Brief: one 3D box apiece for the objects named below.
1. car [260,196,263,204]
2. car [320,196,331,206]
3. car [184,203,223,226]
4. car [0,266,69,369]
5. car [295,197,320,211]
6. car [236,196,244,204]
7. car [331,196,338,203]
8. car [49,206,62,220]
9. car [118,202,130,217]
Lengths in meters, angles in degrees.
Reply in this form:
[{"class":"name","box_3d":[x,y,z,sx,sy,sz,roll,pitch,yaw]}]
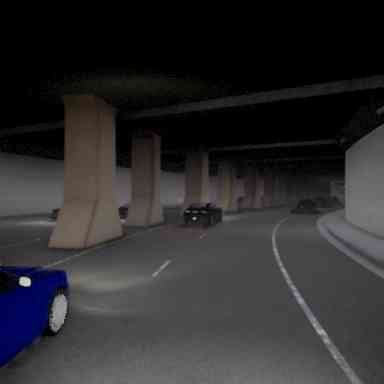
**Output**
[{"class":"car","box_3d":[13.771,1.562,63.910,1.837,1.490,4.892,0,0,31]},{"class":"car","box_3d":[22.581,1.612,58.442,1.837,1.490,4.892,0,0,30]},{"class":"car","box_3d":[0.899,1.492,23.632,2.128,1.511,4.902,0,0,18]},{"class":"car","box_3d":[-3.093,1.461,3.636,1.882,1.535,5.008,0,0,3]},{"class":"car","box_3d":[14.036,1.592,40.978,1.812,1.442,4.674,0,0,30]},{"class":"car","box_3d":[9.705,1.518,63.869,1.882,1.535,5.008,0,0,31]},{"class":"car","box_3d":[30.114,1.557,71.414,2.128,1.511,4.902,0,0,30]},{"class":"car","box_3d":[-9.277,1.453,26.808,1.837,1.490,4.892,0,0,18]},{"class":"car","box_3d":[-4.927,1.517,28.910,2.033,1.411,5.357,0,0,20]}]
